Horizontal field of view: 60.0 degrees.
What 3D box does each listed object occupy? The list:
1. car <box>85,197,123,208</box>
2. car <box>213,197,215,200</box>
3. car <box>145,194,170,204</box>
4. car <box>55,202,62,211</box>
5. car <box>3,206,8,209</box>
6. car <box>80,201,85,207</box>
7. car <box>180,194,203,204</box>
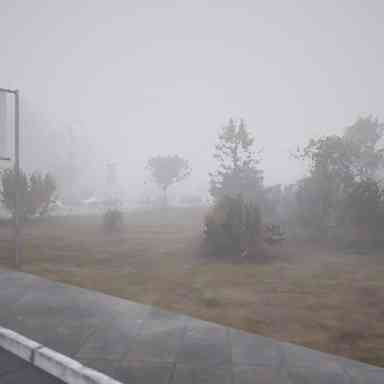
[{"bbox_3d":[-12.154,1.436,47.301,1.882,1.535,5.008,0,1,39],"label":"car"},{"bbox_3d":[5.748,1.147,65.203,1.895,1.301,4.718,0,1,32],"label":"car"},{"bbox_3d":[-5.825,1.188,55.247,2.097,1.767,4.553,0,1,39],"label":"car"},{"bbox_3d":[-17.989,1.534,39.971,1.812,1.442,4.674,0,0,39],"label":"car"},{"bbox_3d":[-20.769,1.557,42.100,2.033,1.411,5.357,0,0,39],"label":"car"},{"bbox_3d":[-14.480,1.479,50.008,1.812,1.442,4.674,0,0,39],"label":"car"},{"bbox_3d":[-0.035,1.104,56.829,2.097,1.767,4.553,0,1,37],"label":"car"}]
